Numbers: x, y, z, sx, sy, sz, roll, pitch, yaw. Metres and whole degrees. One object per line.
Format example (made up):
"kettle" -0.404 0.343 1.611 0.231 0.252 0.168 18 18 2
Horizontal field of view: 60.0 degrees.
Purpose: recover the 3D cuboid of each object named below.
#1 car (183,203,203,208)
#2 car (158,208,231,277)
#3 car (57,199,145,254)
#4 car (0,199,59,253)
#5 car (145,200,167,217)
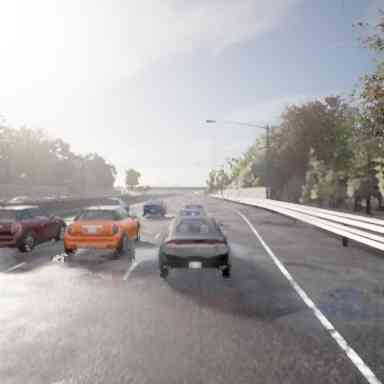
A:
"car" 0.080 1.518 24.849 2.033 1.411 5.357 0 0 0
"car" 0.081 1.479 10.181 2.128 1.511 4.902 0 0 0
"car" -3.413 1.334 13.496 2.097 1.767 4.553 0 0 0
"car" -6.912 1.334 13.671 2.097 1.767 4.553 0 0 0
"car" -3.412 1.443 31.372 1.882 1.535 5.008 0 0 0
